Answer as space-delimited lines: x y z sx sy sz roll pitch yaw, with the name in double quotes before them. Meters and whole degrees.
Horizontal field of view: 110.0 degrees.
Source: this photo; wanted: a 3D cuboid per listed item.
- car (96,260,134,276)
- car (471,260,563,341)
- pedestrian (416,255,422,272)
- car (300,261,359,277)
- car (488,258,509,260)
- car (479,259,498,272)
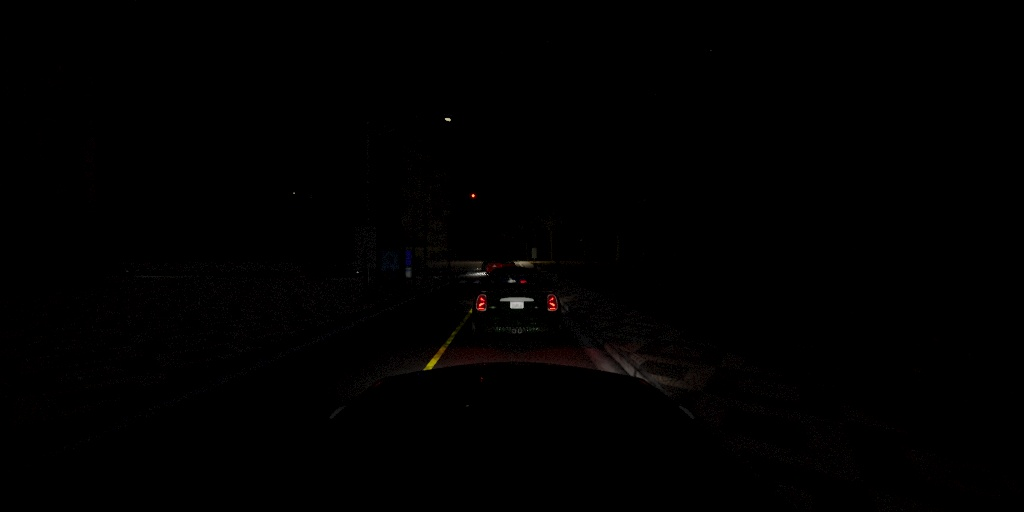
"car" -37.513 1.127 32.738 4.902 1.511 2.128 0 1 2
"car" 0.117 1.099 10.016 2.097 1.767 4.553 0 0 0
"pedestrian" -9.965 0.800 38.171 0.375 1.860 0.375 0 0 2
"car" -16.282 1.187 32.116 4.902 1.511 2.128 0 1 2
"car" -0.971 1.069 38.200 2.097 1.767 4.553 0 0 23
"car" -2.949 1.195 46.214 2.128 1.511 4.902 0 0 0
